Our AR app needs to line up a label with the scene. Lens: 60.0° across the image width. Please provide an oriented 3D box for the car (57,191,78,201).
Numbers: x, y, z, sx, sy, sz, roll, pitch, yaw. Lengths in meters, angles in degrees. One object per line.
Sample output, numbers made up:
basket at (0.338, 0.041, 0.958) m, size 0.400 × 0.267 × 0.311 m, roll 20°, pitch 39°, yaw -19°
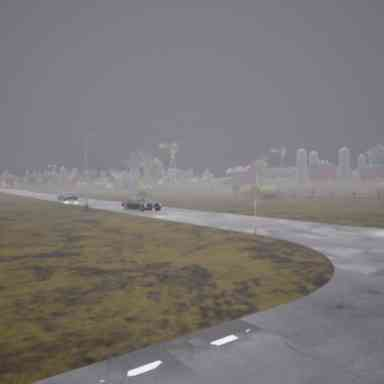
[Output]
car at (-18.437, 0.587, 49.100) m, size 2.033 × 1.411 × 5.357 m, roll -1°, pitch 2°, yaw -36°

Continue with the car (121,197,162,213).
car at (-4.585, 1.130, 30.033) m, size 1.895 × 1.301 × 4.718 m, roll -1°, pitch 2°, yaw -36°
